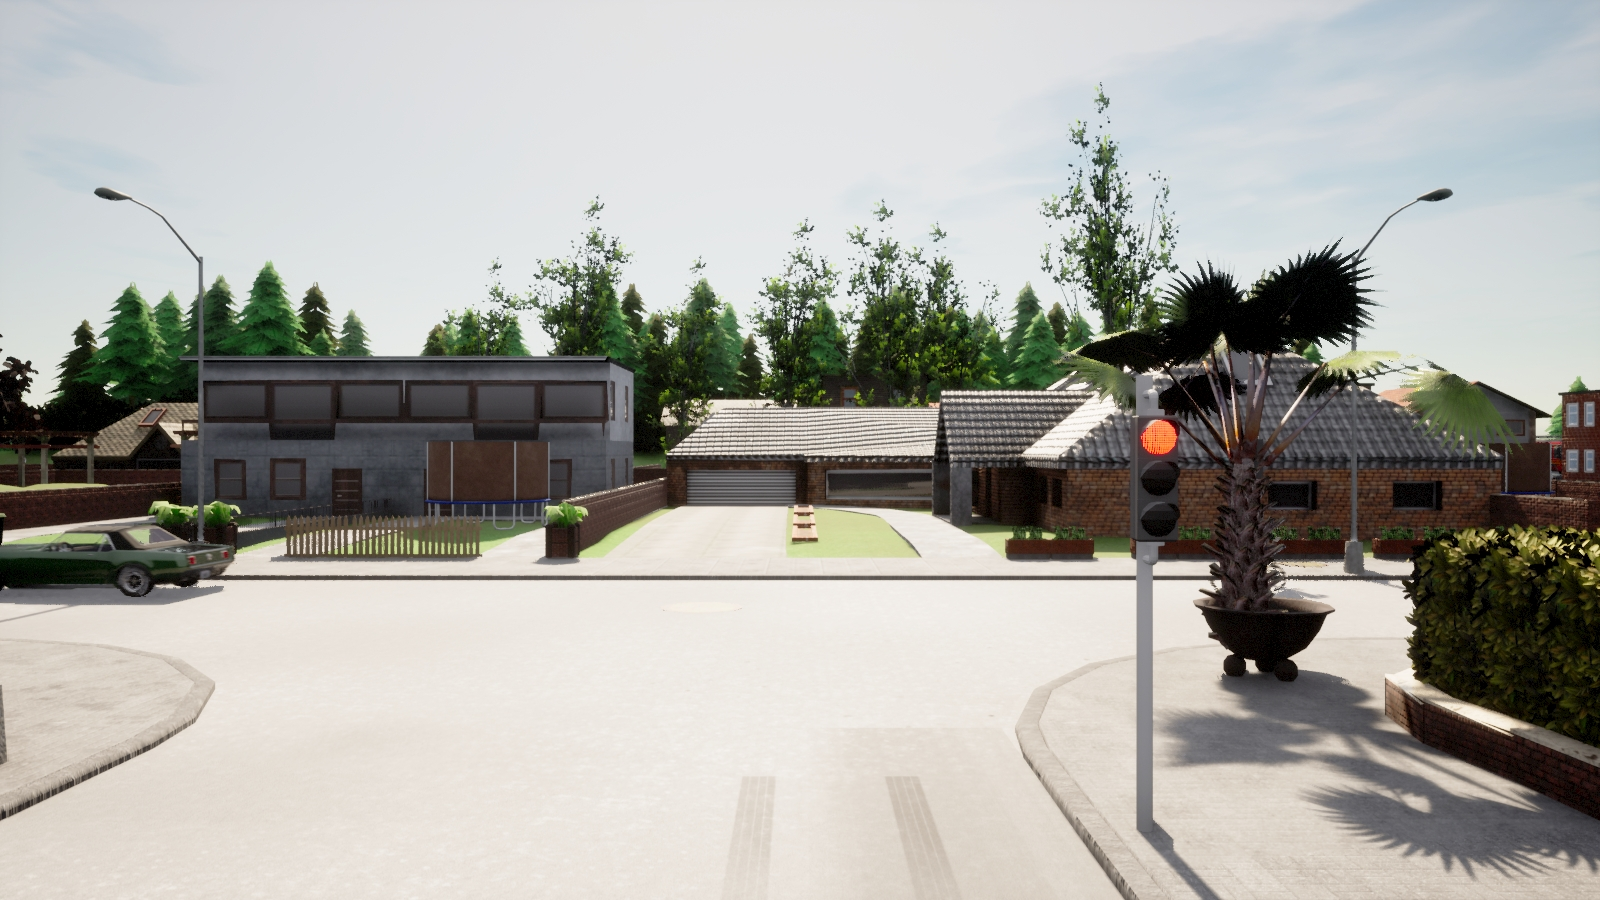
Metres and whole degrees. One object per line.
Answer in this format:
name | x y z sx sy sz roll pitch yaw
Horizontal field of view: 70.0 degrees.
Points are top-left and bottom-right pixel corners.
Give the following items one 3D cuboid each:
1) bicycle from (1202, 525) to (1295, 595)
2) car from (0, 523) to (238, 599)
bicycle | 8.801 2.149 22.444 1.487 1.276 0.859 0 0 0
car | -13.852 2.146 22.430 4.718 1.301 1.895 0 0 1
